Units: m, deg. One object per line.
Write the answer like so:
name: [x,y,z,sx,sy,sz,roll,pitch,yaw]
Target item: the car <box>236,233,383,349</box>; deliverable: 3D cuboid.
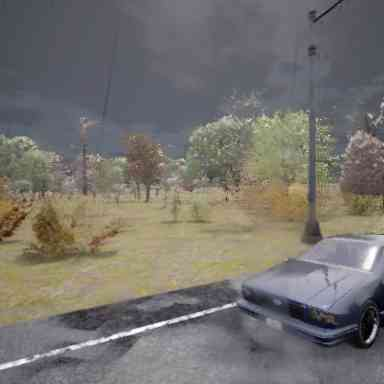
car: [3.363,1.546,6.445,5.357,1.411,2.033,0,0,-36]
